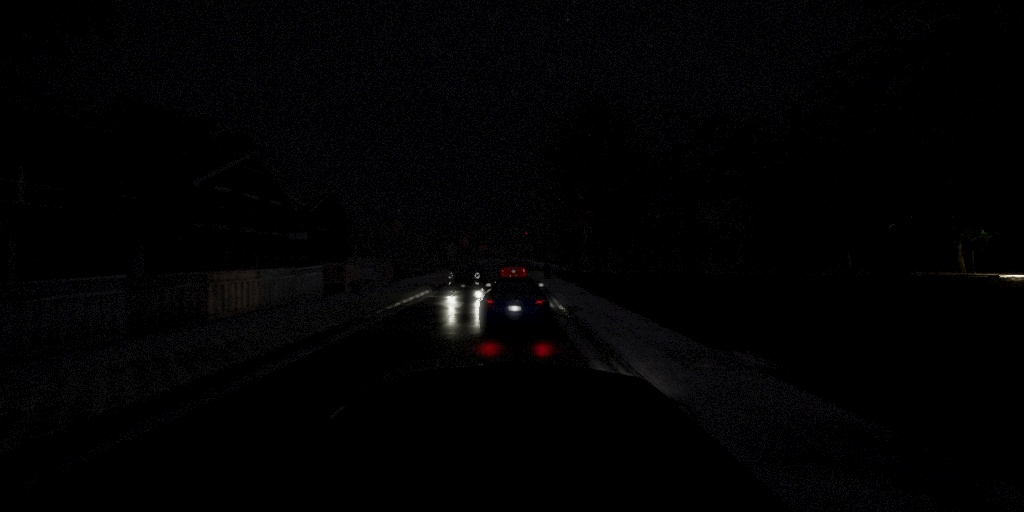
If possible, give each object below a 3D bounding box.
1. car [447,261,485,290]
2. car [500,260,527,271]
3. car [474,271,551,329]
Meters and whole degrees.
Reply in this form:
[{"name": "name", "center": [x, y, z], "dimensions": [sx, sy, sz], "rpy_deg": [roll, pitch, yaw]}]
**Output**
[{"name": "car", "center": [-2.817, 1.145, 22.953], "dimensions": [2.097, 1.767, 4.553], "rpy_deg": [0, 0, 0]}, {"name": "car", "center": [0.120, 1.154, 28.666], "dimensions": [2.097, 1.767, 4.553], "rpy_deg": [0, 0, 0]}, {"name": "car", "center": [0.091, 1.336, 11.318], "dimensions": [1.994, 1.385, 4.181], "rpy_deg": [0, 0, 0]}]
